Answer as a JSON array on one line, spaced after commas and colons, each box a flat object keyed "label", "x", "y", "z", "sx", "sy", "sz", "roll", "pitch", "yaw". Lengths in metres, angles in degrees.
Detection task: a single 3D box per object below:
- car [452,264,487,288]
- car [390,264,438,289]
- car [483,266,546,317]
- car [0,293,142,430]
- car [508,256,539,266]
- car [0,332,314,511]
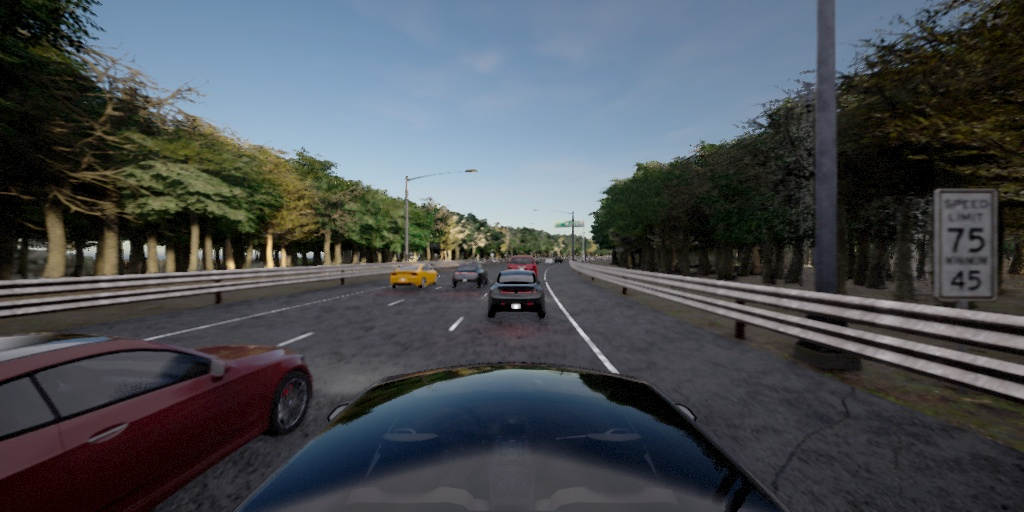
[{"label": "car", "x": -2.710, "y": 1.269, "z": 24.037, "sx": 2.128, "sy": 1.511, "sz": 4.902, "roll": 0, "pitch": 0, "yaw": 3}, {"label": "car", "x": -6.250, "y": 1.247, "z": 23.444, "sx": 1.882, "sy": 1.535, "sz": 5.008, "roll": 0, "pitch": 0, "yaw": 3}, {"label": "car", "x": 0.197, "y": 1.272, "z": 13.237, "sx": 1.837, "sy": 1.490, "sz": 4.892, "roll": 0, "pitch": 0, "yaw": 2}, {"label": "car", "x": -6.882, "y": 1.286, "z": 2.996, "sx": 2.033, "sy": 1.411, "sz": 5.357, "roll": 0, "pitch": 0, "yaw": 0}, {"label": "car", "x": 0.828, "y": 1.009, "z": 26.691, "sx": 2.150, "sy": 2.045, "sz": 5.566, "roll": 0, "pitch": 0, "yaw": 4}, {"label": "car", "x": -3.370, "y": 1.270, "z": 2.502, "sx": 1.812, "sy": 1.442, "sz": 4.674, "roll": 0, "pitch": 0, "yaw": 0}]
